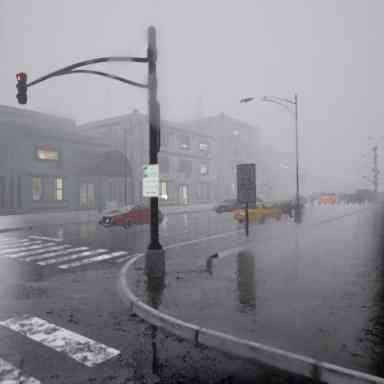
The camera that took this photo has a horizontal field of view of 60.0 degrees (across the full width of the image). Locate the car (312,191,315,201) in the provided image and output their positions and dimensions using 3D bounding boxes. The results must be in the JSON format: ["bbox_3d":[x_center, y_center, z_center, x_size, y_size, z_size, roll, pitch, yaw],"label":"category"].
[{"bbox_3d":[23.556,0.766,62.407,2.192,1.841,5.009,-1,0,36],"label":"car"}]

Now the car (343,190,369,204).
[{"bbox_3d":[22.886,0.923,46.457,1.837,1.490,4.892,-1,0,36],"label":"car"}]

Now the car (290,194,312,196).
[{"bbox_3d":[13.859,1.083,44.553,2.128,1.511,4.902,-1,0,37],"label":"car"}]

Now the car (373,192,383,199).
[{"bbox_3d":[40.089,0.719,70.914,1.947,1.339,4.313,-1,0,36],"label":"car"}]

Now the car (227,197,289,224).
[{"bbox_3d":[4.434,1.241,21.800,1.752,1.417,4.829,-1,0,36],"label":"car"}]

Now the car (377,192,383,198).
[{"bbox_3d":[43.165,0.651,75.139,1.887,1.381,4.507,-1,0,36],"label":"car"}]

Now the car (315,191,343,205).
[{"bbox_3d":[19.259,0.843,46.649,2.097,1.767,4.553,-1,0,35],"label":"car"}]

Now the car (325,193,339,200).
[{"bbox_3d":[30.060,0.933,71.362,1.802,1.307,4.206,-1,0,36],"label":"car"}]

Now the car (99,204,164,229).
[{"bbox_3d":[-3.650,1.436,20.531,1.994,1.385,4.181,-1,0,36],"label":"car"}]

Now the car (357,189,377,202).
[{"bbox_3d":[26.980,0.575,52.170,2.150,2.045,5.566,-1,0,36],"label":"car"}]

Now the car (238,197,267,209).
[{"bbox_3d":[7.307,1.290,40.020,1.802,1.307,4.206,-1,0,36],"label":"car"}]

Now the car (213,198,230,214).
[{"bbox_3d":[3.906,1.314,30.933,1.994,1.385,4.181,-1,0,36],"label":"car"}]

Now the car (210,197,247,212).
[{"bbox_3d":[3.956,1.287,35.404,1.752,1.417,4.829,-1,0,36],"label":"car"}]

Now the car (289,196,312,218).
[{"bbox_3d":[7.584,1.216,26.141,2.008,1.369,4.403,-1,0,36],"label":"car"}]

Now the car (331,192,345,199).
[{"bbox_3d":[33.309,0.741,75.839,1.967,1.590,4.097,-1,0,36],"label":"car"}]

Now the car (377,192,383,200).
[{"bbox_3d":[33.586,0.569,61.959,2.192,1.841,5.009,-1,0,36],"label":"car"}]

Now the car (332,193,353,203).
[{"bbox_3d":[24.503,0.900,53.873,2.128,1.511,4.902,-1,0,36],"label":"car"}]
